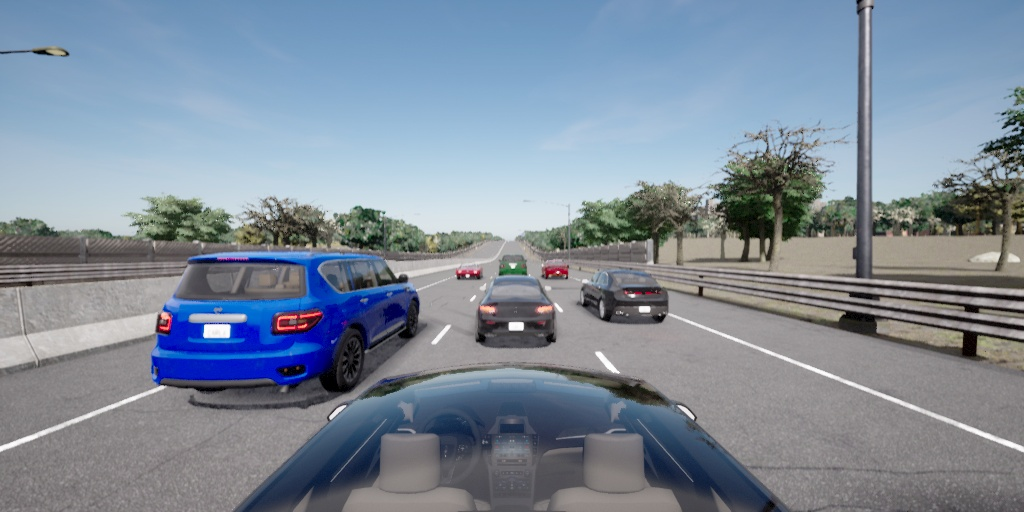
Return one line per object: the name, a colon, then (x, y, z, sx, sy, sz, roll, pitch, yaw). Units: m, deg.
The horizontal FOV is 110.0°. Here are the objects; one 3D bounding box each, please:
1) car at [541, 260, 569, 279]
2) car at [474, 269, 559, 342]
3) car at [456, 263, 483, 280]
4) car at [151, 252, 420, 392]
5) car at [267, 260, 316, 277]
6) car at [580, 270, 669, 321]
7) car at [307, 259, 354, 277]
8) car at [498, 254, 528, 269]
car: (3.571, 1.112, 30.316, 1.882, 1.535, 5.008, 0, 0, 0)
car: (0.092, 1.233, 9.484, 1.812, 1.442, 4.674, 0, 0, 0)
car: (-3.423, 1.235, 29.679, 1.895, 1.301, 4.718, 0, 0, -1)
car: (-3.405, 0.944, 6.819, 2.150, 2.045, 5.566, 0, 0, 0)
car: (-21.128, 1.156, 34.603, 1.812, 1.442, 4.674, 0, 0, 0)
car: (3.594, 1.198, 12.198, 1.837, 1.490, 4.892, 0, 0, 0)
car: (-17.627, 1.121, 35.190, 2.128, 1.511, 4.902, 0, 0, 0)
car: (0.074, 0.858, 28.790, 2.150, 2.045, 5.566, 0, 0, 0)
